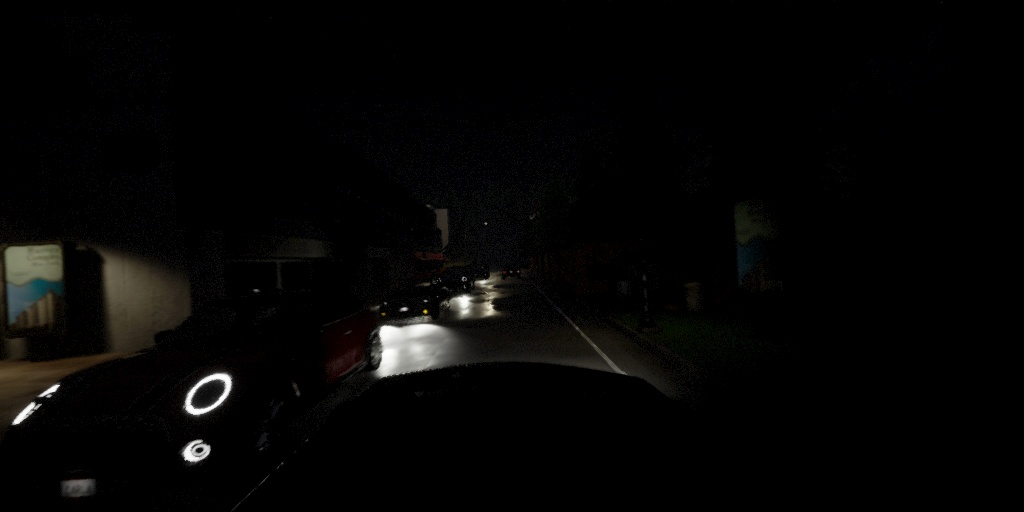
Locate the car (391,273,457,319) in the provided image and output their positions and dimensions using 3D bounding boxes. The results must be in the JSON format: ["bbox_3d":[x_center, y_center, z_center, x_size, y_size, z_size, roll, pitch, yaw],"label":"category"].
[{"bbox_3d":[-3.642,1.624,14.090,1.994,1.385,4.181,-3,0,0],"label":"car"}]

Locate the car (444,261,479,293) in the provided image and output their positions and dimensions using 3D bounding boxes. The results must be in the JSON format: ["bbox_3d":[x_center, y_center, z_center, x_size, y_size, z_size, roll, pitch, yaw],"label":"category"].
[{"bbox_3d":[-3.707,1.496,23.891,2.097,1.767,4.553,-3,0,0],"label":"car"}]

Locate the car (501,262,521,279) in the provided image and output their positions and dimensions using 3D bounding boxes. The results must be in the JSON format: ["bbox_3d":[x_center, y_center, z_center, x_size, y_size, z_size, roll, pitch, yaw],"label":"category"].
[{"bbox_3d":[-0.084,1.592,36.847,2.033,1.411,5.357,-3,0,0],"label":"car"}]

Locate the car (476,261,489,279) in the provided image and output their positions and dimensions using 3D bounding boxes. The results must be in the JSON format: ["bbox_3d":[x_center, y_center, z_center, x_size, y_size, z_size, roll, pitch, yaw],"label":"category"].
[{"bbox_3d":[-3.706,1.554,39.502,2.150,2.045,5.566,-3,0,0],"label":"car"}]

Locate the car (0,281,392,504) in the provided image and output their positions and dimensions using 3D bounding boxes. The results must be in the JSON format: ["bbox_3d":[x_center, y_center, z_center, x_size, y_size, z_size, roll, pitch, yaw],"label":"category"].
[{"bbox_3d":[-3.610,1.336,5.196,2.097,1.767,4.553,-3,0,0],"label":"car"}]
